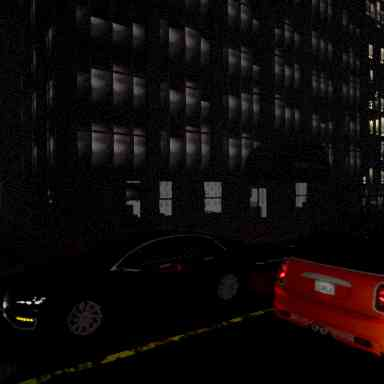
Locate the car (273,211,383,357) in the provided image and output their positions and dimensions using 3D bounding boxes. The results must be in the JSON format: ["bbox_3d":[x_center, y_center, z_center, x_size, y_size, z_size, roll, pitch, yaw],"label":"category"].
[{"bbox_3d":[3.575,1.350,5.859,4.553,1.767,2.097,0,0,-36],"label":"car"}]

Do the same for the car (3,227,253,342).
[{"bbox_3d":[-0.927,1.504,6.584,4.892,1.490,1.837,0,0,-36],"label":"car"}]

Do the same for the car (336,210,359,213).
[{"bbox_3d":[7.474,1.542,15.764,4.507,1.381,1.887,0,-1,-35],"label":"car"}]
